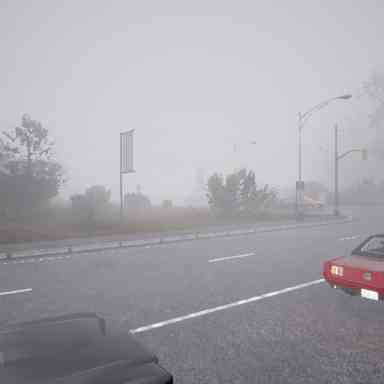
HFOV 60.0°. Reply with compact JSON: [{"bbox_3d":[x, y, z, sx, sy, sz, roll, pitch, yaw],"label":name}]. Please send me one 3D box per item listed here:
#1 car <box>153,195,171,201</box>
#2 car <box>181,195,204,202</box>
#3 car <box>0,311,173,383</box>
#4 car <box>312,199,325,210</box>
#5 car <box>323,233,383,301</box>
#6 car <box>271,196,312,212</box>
[{"bbox_3d":[-6.714,1.330,73.992,1.895,1.301,4.718,-1,0,-38],"label":"car"},{"bbox_3d":[0.018,1.276,65.724,2.033,1.411,5.357,-1,0,-38],"label":"car"},{"bbox_3d":[-2.394,1.601,2.028,4.718,1.301,1.895,0,0,-36],"label":"car"},{"bbox_3d":[12.766,1.252,38.413,1.882,1.535,5.008,-1,0,-39],"label":"car"},{"bbox_3d":[5.054,1.570,7.366,4.718,1.301,1.895,0,0,-36],"label":"car"},{"bbox_3d":[10.141,1.404,36.090,1.895,1.301,4.718,-1,0,-39],"label":"car"}]
